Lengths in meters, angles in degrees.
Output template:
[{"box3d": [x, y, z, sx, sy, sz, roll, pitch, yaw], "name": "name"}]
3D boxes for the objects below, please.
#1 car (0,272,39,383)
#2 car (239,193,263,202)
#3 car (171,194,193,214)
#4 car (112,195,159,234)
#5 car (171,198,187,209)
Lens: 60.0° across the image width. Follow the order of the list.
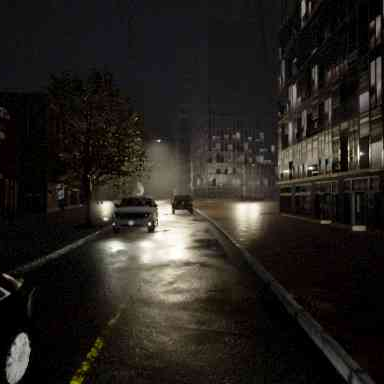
[{"box3d": [-2.879, 1.506, 2.422, 1.837, 1.490, 4.892, 0, 0, 0], "name": "car"}, {"box3d": [12.150, 1.213, 68.663, 5.009, 1.841, 2.192, 0, -1, 13], "name": "car"}, {"box3d": [-1.077, 1.230, 35.817, 2.150, 2.045, 5.566, 0, 0, -3], "name": "car"}, {"box3d": [-3.178, 1.228, 19.603, 2.150, 2.045, 5.566, 0, 0, -2], "name": "car"}, {"box3d": [-1.877, 1.535, 46.245, 1.812, 1.442, 4.674, 0, 0, -7], "name": "car"}]
